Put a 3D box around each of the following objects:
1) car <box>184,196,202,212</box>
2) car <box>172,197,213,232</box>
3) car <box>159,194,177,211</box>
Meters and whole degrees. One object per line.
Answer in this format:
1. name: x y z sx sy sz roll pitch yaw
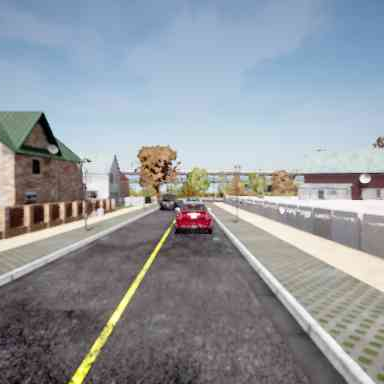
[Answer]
1. car: 0.108 1.395 39.823 2.097 1.767 4.553 0 0 0
2. car: 0.101 1.368 20.179 2.097 1.767 4.553 0 0 0
3. car: -2.793 1.270 41.573 2.150 2.045 5.566 0 0 0
